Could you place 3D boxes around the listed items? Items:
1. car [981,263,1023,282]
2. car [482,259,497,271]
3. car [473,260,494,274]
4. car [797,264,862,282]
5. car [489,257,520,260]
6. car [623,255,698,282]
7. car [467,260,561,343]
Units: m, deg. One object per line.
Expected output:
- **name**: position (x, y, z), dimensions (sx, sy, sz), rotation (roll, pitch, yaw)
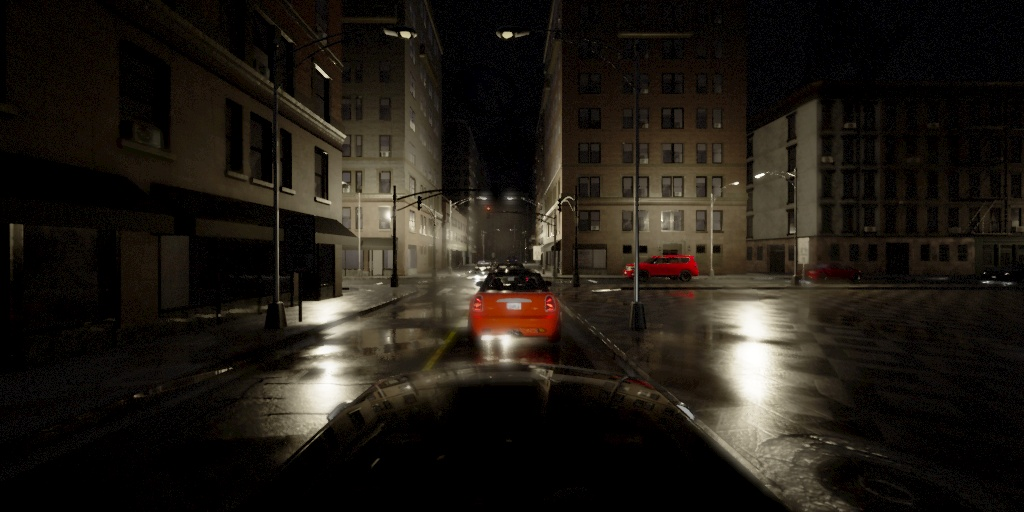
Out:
- **car**: position (41.295, 1.303, 28.753), dimensions (5.357, 1.411, 2.033), rotation (0, 0, 0)
- **car**: position (-3.199, 1.251, 51.429), dimensions (1.837, 1.490, 4.892), rotation (0, 0, 0)
- **car**: position (-3.190, 1.238, 41.181), dimensions (2.128, 1.511, 4.902), rotation (0, 0, 0)
- **car**: position (25.233, 1.318, 28.648), dimensions (4.181, 1.385, 1.994), rotation (0, 0, -1)
- **car**: position (-0.168, 1.101, 18.784), dimensions (2.097, 1.767, 4.553), rotation (0, 0, -3)
- **car**: position (11.795, 0.974, 28.524), dimensions (5.566, 2.045, 2.150), rotation (0, 0, 0)
- **car**: position (0.055, 1.102, 9.864), dimensions (2.097, 1.767, 4.553), rotation (0, 0, 0)
